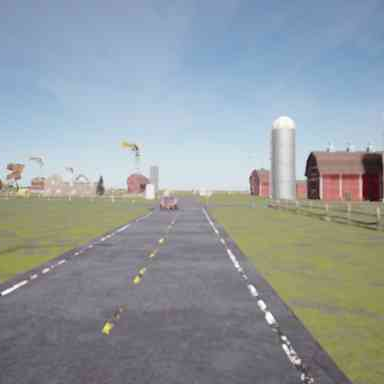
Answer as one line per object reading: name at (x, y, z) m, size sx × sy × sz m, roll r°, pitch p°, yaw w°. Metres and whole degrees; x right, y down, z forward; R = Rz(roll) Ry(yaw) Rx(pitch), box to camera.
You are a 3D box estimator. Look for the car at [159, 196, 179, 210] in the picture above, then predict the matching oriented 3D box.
car at (-2.764, 1.232, 40.650) m, size 2.097 × 1.767 × 4.553 m, roll 0°, pitch 0°, yaw 0°
